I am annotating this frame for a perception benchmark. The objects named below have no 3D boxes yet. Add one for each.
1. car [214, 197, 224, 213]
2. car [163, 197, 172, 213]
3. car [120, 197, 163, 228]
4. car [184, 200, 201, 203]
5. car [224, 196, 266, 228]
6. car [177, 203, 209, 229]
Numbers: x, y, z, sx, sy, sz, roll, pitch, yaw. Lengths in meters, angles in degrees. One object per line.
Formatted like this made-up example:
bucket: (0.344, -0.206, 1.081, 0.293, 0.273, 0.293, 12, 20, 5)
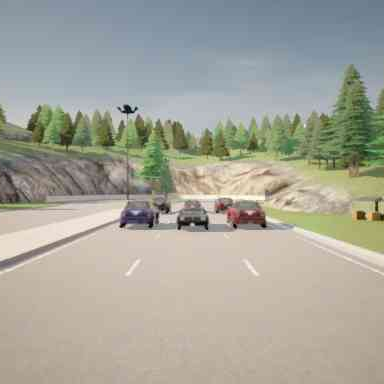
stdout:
car: (3.565, 1.354, 36.706, 2.097, 1.767, 4.553, 0, 0, 0)
car: (-3.433, 1.353, 36.864, 2.097, 1.767, 4.553, 0, 0, 0)
car: (-3.432, 1.352, 22.554, 2.097, 1.767, 4.553, 0, 0, 0)
car: (0.070, 1.562, 37.348, 1.994, 1.385, 4.181, 0, 0, 0)
car: (3.567, 1.352, 22.472, 2.097, 1.767, 4.553, 0, 0, 0)
car: (0.062, 1.601, 21.535, 1.895, 1.301, 4.718, 0, 0, 0)
